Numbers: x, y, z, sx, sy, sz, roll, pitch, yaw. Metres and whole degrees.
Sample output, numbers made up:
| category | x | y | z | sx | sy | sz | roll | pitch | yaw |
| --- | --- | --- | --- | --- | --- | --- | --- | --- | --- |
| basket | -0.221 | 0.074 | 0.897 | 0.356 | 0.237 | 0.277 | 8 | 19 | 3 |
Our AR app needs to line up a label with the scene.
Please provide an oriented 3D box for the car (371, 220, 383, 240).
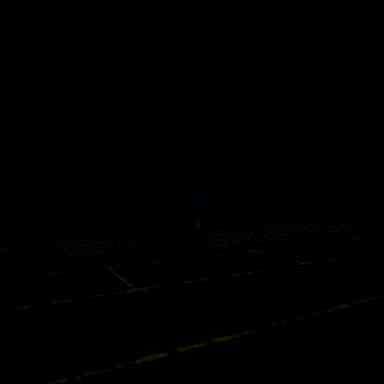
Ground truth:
| category | x | y | z | sx | sy | sz | roll | pitch | yaw |
| --- | --- | --- | --- | --- | --- | --- | --- | --- | --- |
| car | 10.180 | 1.515 | 15.382 | 4.313 | 1.339 | 1.947 | 0 | 0 | -30 |
